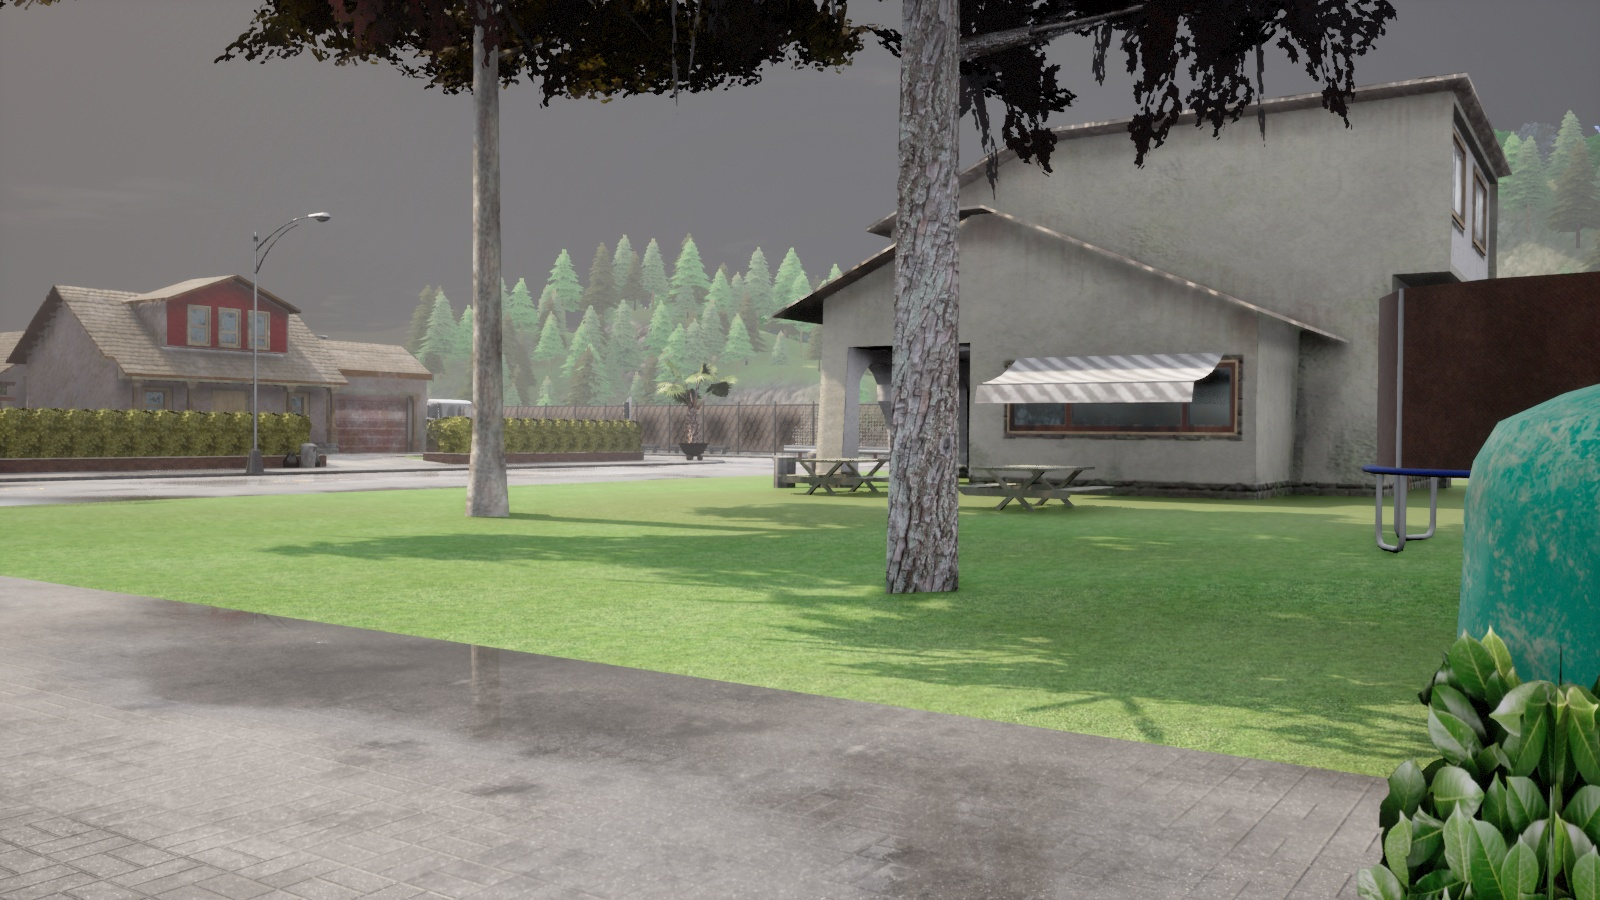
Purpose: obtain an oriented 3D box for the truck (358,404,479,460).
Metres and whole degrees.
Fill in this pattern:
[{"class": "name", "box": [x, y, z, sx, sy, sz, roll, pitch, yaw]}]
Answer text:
[{"class": "truck", "box": [-24.302, -1.116, 79.790, 7.936, 3.462, 2.891, 0, 1, 33]}]
